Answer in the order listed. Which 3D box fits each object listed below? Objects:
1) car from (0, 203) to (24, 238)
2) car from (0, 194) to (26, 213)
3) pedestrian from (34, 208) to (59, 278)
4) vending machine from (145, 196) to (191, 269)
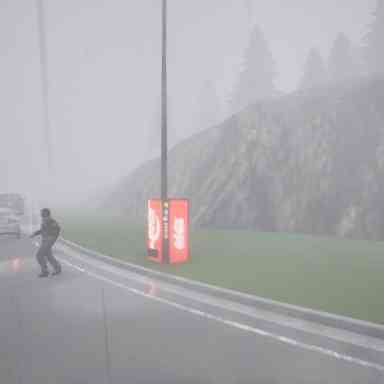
[{"bbox_3d":[-9.750,1.515,16.837,1.812,1.442,4.674,0,0,-29],"label":"car"},{"bbox_3d":[-17.540,1.201,32.427,2.150,2.045,5.566,0,0,-26],"label":"car"},{"bbox_3d":[-3.789,1.289,8.676,0.375,1.860,0.375,0,0,-41],"label":"pedestrian"},{"bbox_3d":[-0.749,1.192,10.333,1.100,2.100,0.880,0,0,-42],"label":"vending machine"}]
